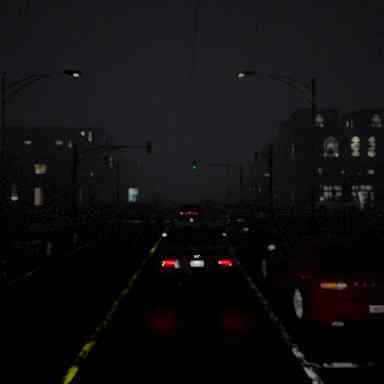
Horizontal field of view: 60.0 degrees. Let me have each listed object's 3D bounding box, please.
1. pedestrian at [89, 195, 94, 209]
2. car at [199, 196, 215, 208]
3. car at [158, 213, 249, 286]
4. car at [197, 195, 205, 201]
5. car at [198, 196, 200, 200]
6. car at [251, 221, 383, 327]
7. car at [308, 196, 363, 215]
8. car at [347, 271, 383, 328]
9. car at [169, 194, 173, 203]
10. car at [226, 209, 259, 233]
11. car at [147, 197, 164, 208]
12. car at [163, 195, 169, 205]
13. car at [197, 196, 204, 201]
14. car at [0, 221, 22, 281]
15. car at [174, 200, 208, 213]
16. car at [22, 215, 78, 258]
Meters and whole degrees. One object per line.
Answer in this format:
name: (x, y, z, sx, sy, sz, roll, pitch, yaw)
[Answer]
pedestrian: (-12.666, 1.243, 41.926, 0.375, 1.860, 0.375, 0, -1, 1)
car: (2.555, 1.704, 50.820, 1.947, 1.339, 4.313, 0, 0, 0)
car: (0.076, 1.573, 9.562, 2.033, 1.411, 5.357, 0, 0, -1)
car: (2.450, 1.690, 89.472, 1.967, 1.590, 4.097, 0, 0, 0)
car: (2.525, 1.751, 61.862, 1.802, 1.307, 4.206, 0, 0, 0)
car: (2.675, 1.564, 7.046, 1.887, 1.381, 4.507, 0, 0, 0)
car: (15.513, 1.409, 36.035, 5.566, 2.045, 2.150, 0, 0, 1)
car: (2.691, 1.555, 1.354, 2.008, 1.369, 4.403, 0, 0, 0)
car: (-5.885, 1.640, 72.898, 1.967, 1.590, 4.097, 0, 0, 0)
car: (2.644, 1.601, 18.430, 2.008, 1.369, 4.403, 0, 0, 0)
car: (-5.825, 1.720, 50.810, 1.802, 1.307, 4.206, 0, 0, 0)
car: (-5.856, 1.719, 61.853, 2.008, 1.369, 4.403, 0, 0, 0)
car: (2.434, 1.818, 94.995, 2.008, 1.369, 4.403, 0, 0, 0)
car: (-5.705, 1.459, 7.040, 1.967, 1.590, 4.097, 0, 0, 0)
car: (-0.170, 1.570, 24.079, 1.837, 1.490, 4.892, 0, 0, -3)
car: (-5.721, 1.585, 12.732, 2.008, 1.369, 4.403, 0, 0, 0)
